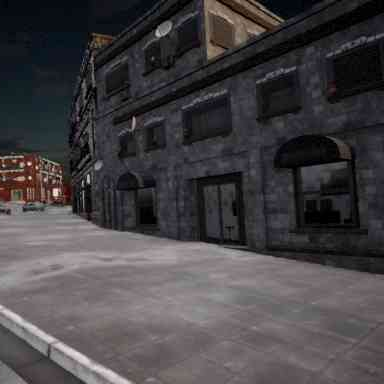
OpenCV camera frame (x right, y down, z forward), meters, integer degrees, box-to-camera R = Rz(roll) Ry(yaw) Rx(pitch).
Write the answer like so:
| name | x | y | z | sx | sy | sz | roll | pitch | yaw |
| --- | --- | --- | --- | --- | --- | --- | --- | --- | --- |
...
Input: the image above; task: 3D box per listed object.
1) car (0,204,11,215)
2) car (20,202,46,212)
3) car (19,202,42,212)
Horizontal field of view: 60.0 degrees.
| name | x | y | z | sx | sy | sz | roll | pitch | yaw |
| --- | --- | --- | --- | --- | --- | --- | --- | --- | --- |
| car | -23.130 | 2.075 | 39.210 | 1.812 | 1.442 | 4.674 | -3 | -1 | -5 |
| car | -24.097 | 2.255 | 51.046 | 2.128 | 1.511 | 4.902 | -3 | -1 | -3 |
| car | -27.960 | 2.625 | 57.655 | 1.837 | 1.490 | 4.892 | -3 | -1 | -3 |
